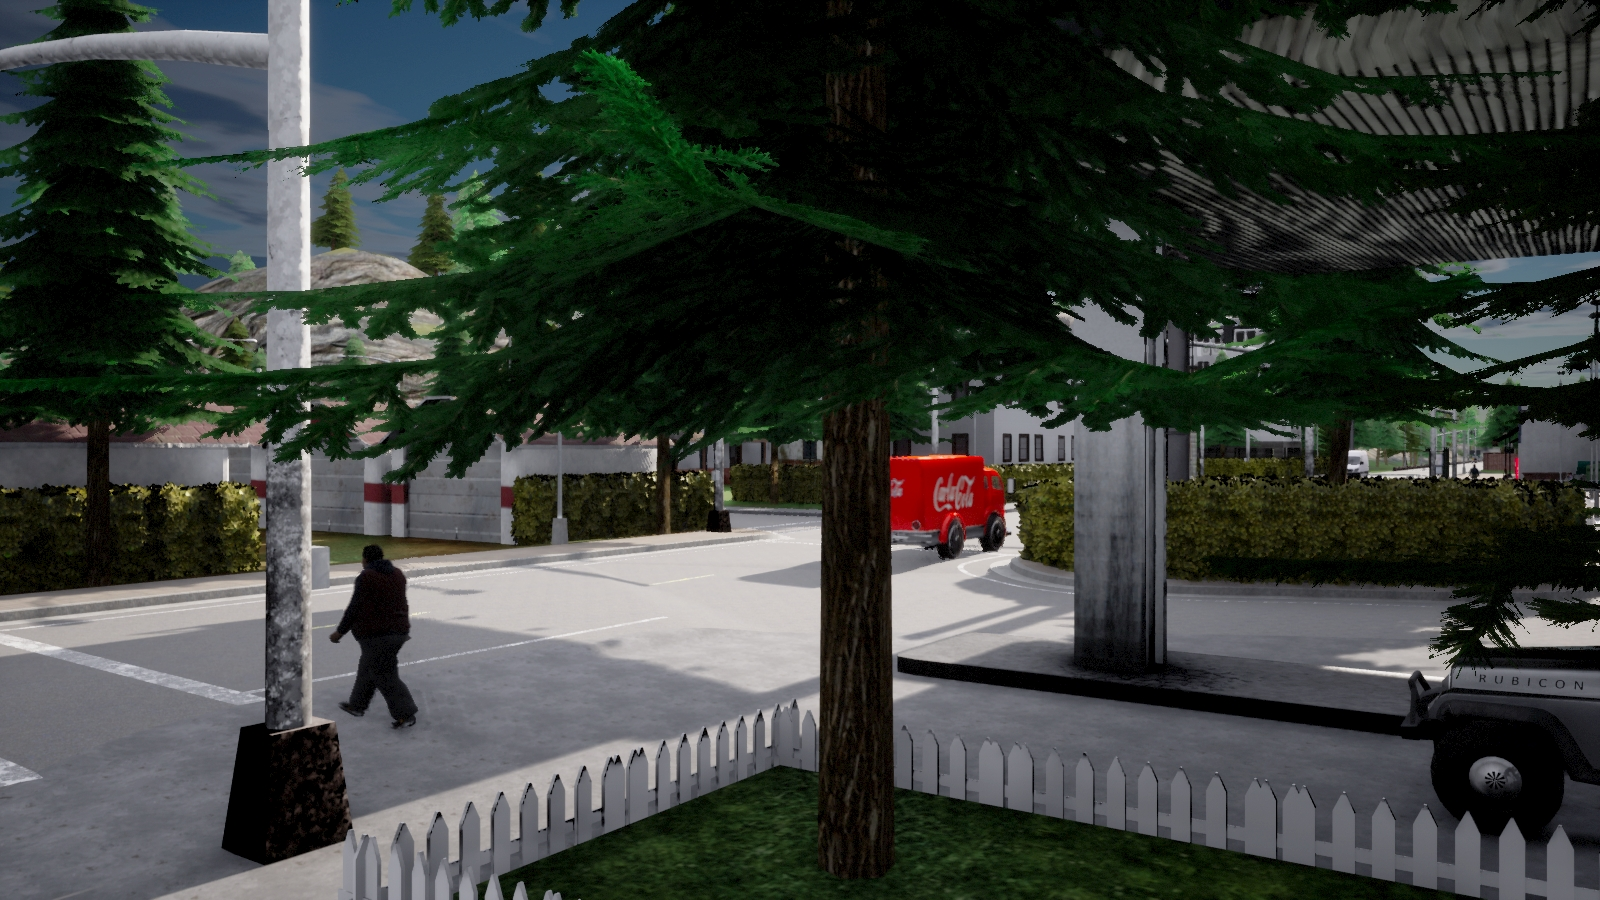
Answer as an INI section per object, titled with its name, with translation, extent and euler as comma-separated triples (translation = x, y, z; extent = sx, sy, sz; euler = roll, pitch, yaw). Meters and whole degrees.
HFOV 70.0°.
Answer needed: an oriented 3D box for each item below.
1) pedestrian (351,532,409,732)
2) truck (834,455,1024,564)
[pedestrian]
translation = -4.070, 1.745, 11.086
extent = 0.375, 1.860, 0.375
euler = 0, 0, 23
[truck]
translation = 3.377, 1.375, 28.852
extent = 2.627, 2.467, 5.204
euler = 0, 0, 35
